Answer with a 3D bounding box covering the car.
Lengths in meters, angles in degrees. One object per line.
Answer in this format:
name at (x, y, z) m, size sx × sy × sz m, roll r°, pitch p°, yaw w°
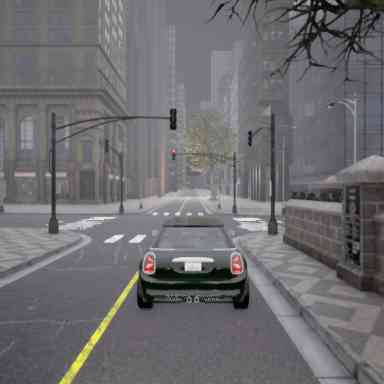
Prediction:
car at (0.034, 1.350, 8.041) m, size 2.097 × 1.767 × 4.553 m, roll 0°, pitch 0°, yaw 0°
